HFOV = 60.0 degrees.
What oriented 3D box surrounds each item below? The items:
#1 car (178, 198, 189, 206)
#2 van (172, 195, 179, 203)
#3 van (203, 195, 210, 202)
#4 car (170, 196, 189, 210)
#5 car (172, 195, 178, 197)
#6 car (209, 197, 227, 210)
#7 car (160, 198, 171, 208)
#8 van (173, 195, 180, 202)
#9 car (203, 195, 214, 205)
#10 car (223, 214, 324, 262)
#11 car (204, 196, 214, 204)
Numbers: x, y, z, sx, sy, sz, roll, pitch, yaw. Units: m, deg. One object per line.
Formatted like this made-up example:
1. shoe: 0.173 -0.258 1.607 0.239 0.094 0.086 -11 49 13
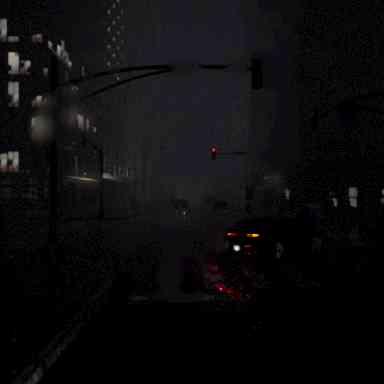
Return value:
1. car: -1.603 1.915 64.023 1.895 1.301 4.718 0 0 0
2. van: -4.256 1.735 85.033 1.690 1.788 3.998 0 0 0
3. van: 3.624 1.735 85.075 1.690 1.788 3.998 0 0 0
4. car: -1.573 1.734 47.486 2.128 1.511 4.902 0 0 0
5. car: -4.167 1.897 68.449 1.947 1.339 4.313 0 0 0
6. car: 3.880 1.805 46.382 1.947 1.339 4.313 0 0 0
7. car: -4.079 1.845 51.866 1.802 1.307 4.206 0 0 0
8. van: -4.285 1.756 90.560 1.690 1.788 3.998 0 0 0
9. car: 3.713 1.646 68.492 2.192 1.841 5.009 0 0 0
10. car: 3.192 1.622 12.579 4.892 1.490 1.837 2 -4 -45
11. car: 3.684 1.792 74.020 1.967 1.590 4.097 0 0 0
